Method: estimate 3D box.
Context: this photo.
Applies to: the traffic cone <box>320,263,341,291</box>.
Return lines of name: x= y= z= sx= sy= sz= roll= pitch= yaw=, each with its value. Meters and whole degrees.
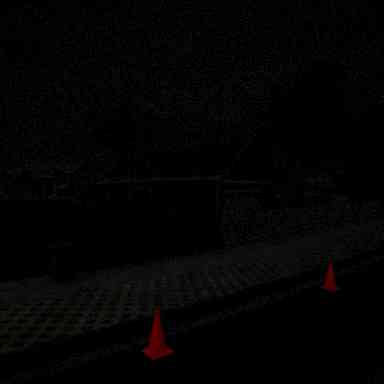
traffic cone: x=3.249 y=1.955 z=7.791 sx=0.340 sy=0.580 sz=0.340 roll=0 pitch=0 yaw=-41

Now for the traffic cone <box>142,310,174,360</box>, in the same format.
traffic cone: x=-0.481 y=1.965 z=4.699 sx=0.340 sy=0.580 sz=0.340 roll=0 pitch=0 yaw=-38
